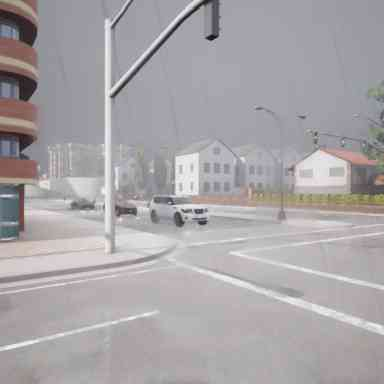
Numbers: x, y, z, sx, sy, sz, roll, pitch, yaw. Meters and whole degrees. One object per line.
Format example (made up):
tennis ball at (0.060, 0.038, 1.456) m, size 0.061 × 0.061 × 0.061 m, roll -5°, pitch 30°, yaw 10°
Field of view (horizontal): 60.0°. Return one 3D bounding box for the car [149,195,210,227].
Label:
car at (-1.053, 1.221, 23.514) m, size 2.150 × 2.045 × 5.566 m, roll 0°, pitch 0°, yaw -35°

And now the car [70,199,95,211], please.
car at (-13.940, 1.547, 42.177) m, size 2.033 × 1.411 × 5.357 m, roll 0°, pitch 0°, yaw -35°

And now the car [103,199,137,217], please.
car at (-6.959, 1.476, 32.054) m, size 1.882 × 1.535 × 5.008 m, roll 0°, pitch 0°, yaw -34°
